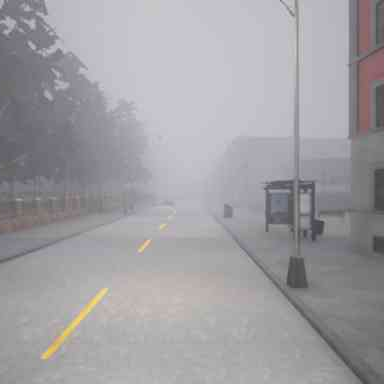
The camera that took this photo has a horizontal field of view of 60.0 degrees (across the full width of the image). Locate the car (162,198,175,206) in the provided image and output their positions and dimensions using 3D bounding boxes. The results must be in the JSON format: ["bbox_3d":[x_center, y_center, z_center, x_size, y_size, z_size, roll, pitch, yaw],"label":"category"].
[{"bbox_3d":[-4.071,1.734,57.443,1.895,1.301,4.718,0,0,1],"label":"car"}]
